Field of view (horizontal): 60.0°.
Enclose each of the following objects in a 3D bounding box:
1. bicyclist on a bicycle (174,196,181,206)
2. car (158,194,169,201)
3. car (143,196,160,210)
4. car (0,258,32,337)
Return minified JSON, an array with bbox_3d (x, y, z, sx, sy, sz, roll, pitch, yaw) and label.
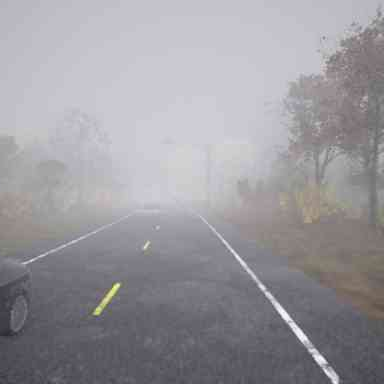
[{"bbox_3d":[-2.315,1.587,58.244,0.866,1.612,1.509,0,-1,-7],"label":"bicyclist on a bicycle"},{"bbox_3d":[-6.858,1.549,84.667,2.128,1.511,4.902,0,0,-10],"label":"car"},{"bbox_3d":[-5.665,1.666,45.858,1.812,1.442,4.674,0,0,-5],"label":"car"},{"bbox_3d":[-3.635,1.546,3.997,1.812,1.442,4.674,0,0,-1],"label":"car"}]
